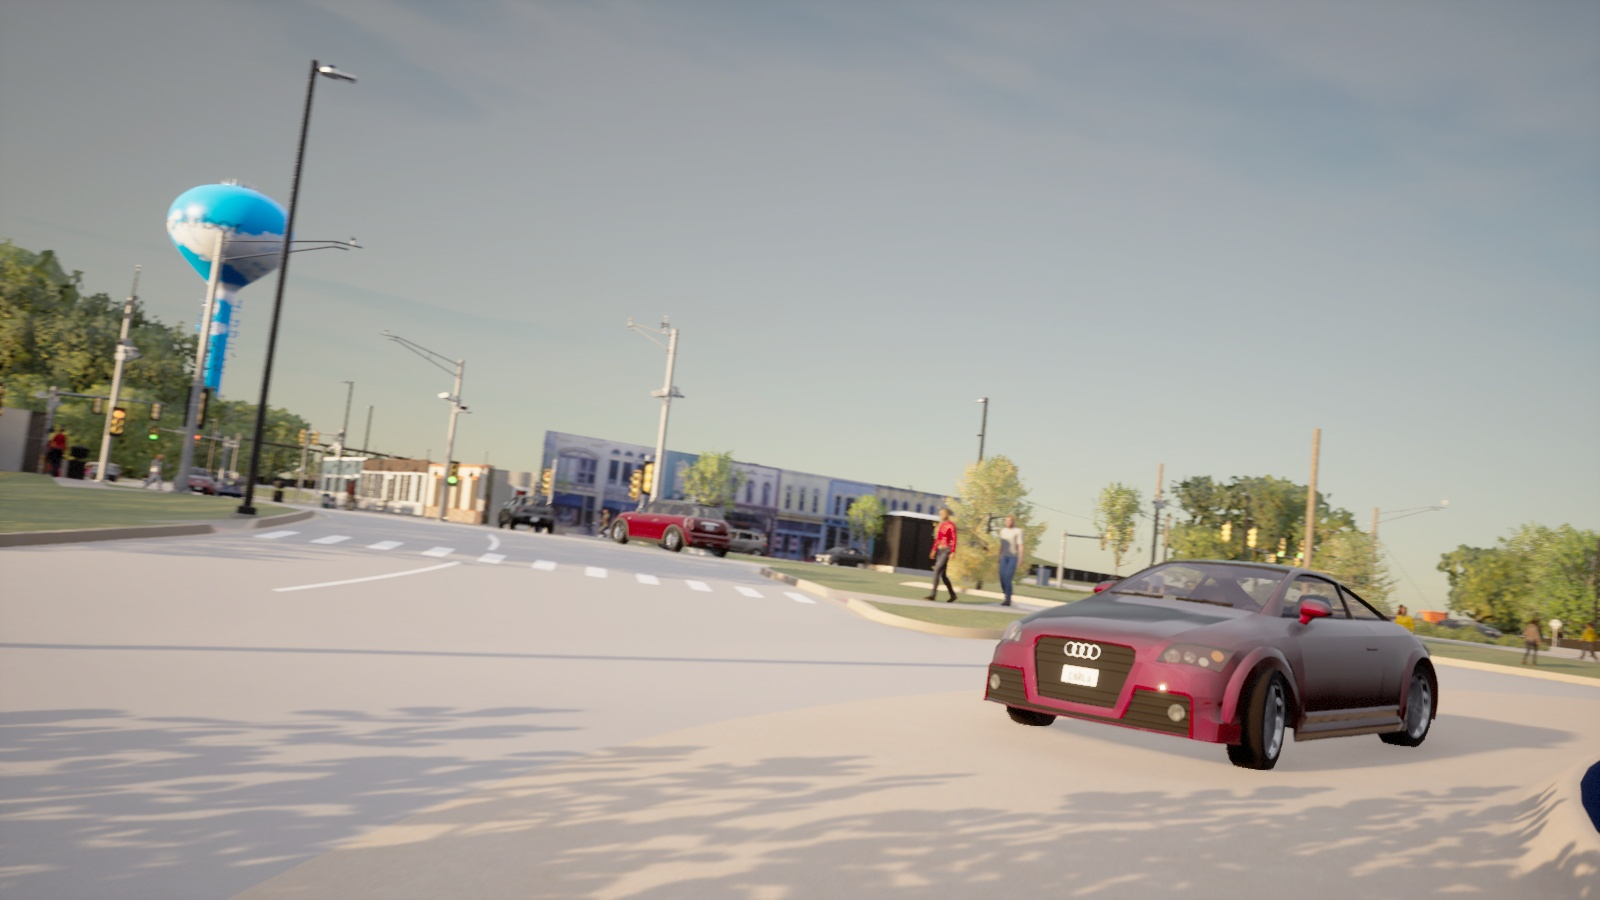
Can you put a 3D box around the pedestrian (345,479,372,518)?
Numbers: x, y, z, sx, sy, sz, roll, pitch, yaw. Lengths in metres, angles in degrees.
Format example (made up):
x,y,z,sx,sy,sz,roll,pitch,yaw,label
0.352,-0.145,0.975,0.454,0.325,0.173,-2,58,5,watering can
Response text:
x,y,z,sx,sy,sz,roll,pitch,yaw,label
-22.304,2.454,63.464,0.899,1.844,0.634,11,-7,-42,pedestrian

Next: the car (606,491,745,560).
x,y,z,sx,sy,sz,roll,pitch,yaw,label
-4.157,2.457,41.415,2.097,1.767,4.553,11,-6,-41,car

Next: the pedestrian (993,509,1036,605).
x,y,z,sx,sy,sz,roll,pitch,yaw,label
4.279,2.131,25.065,0.706,1.836,0.354,11,-8,-44,pedestrian

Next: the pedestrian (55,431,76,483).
x,y,z,sx,sy,sz,roll,pitch,yaw,label
-26.180,0.254,44.763,0.331,1.846,0.636,10,-7,-34,pedestrian

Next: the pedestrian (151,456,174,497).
x,y,z,sx,sy,sz,roll,pitch,yaw,label
-29.763,1.224,58.674,0.706,1.836,0.354,8,-6,-25,pedestrian

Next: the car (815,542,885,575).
x,y,z,sx,sy,sz,roll,pitch,yaw,label
2.999,6.484,74.889,3.705,1.549,1.789,10,-7,-33,car

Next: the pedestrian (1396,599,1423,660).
x,y,z,sx,sy,sz,roll,pitch,yaw,label
19.335,5.680,39.809,0.709,1.840,0.431,11,-7,-40,pedestrian

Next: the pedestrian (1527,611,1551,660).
x,y,z,sx,sy,sz,roll,pitch,yaw,label
28.318,7.105,48.128,0.869,1.805,0.328,9,-6,-30,pedestrian

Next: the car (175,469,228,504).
x,y,z,sx,sy,sz,roll,pitch,yaw,label
-30.627,1.874,64.229,1.845,1.501,3.633,9,-6,-32,car

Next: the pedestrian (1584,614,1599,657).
x,y,z,sx,sy,sz,roll,pitch,yaw,label
35.340,8.240,55.736,0.431,1.840,0.709,9,-6,-27,pedestrian

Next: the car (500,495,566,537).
x,y,z,sx,sy,sz,roll,pitch,yaw,label
-10.996,2.704,51.542,1.816,1.474,4.193,8,-5,-21,car

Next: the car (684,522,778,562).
x,y,z,sx,sy,sz,roll,pitch,yaw,label
-3.833,5.137,70.329,4.611,1.667,2.242,10,-7,-33,car

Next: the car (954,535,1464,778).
x,y,z,sx,sy,sz,roll,pitch,yaw,label
3.358,1.526,9.839,4.181,1.385,1.994,8,-6,-43,car

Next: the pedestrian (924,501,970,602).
x,y,z,sx,sy,sz,roll,pitch,yaw,label
2.820,1.940,24.039,0.636,1.846,0.331,8,-6,-22,pedestrian

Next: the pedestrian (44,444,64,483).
x,y,z,sx,sy,sz,roll,pitch,yaw,label
-36.880,0.692,62.084,0.540,1.848,0.694,9,-6,-26,pedestrian
